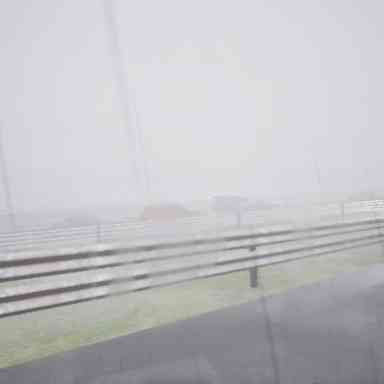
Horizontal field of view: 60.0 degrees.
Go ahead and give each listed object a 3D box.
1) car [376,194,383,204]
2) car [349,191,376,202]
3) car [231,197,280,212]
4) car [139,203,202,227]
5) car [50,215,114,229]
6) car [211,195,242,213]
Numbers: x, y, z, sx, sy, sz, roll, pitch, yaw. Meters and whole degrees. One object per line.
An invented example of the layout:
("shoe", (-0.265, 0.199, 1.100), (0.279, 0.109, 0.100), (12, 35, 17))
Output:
("car", (24.190, 0.811, 38.746), (4.181, 1.385, 1.994), (-3, 2, -22))
("car", (21.924, 0.632, 41.608), (4.553, 1.767, 2.097), (-3, 2, -22))
("car", (7.132, 1.628, 35.725), (5.008, 1.535, 1.882), (-3, 2, -22))
("car", (-1.747, 1.991, 28.424), (5.566, 2.045, 2.150), (-3, 2, -22))
("car", (-9.559, 2.697, 29.084), (5.357, 1.411, 2.033), (-3, 2, -22))
("car", (4.936, 1.396, 38.616), (5.566, 2.045, 2.150), (-3, 2, -22))
